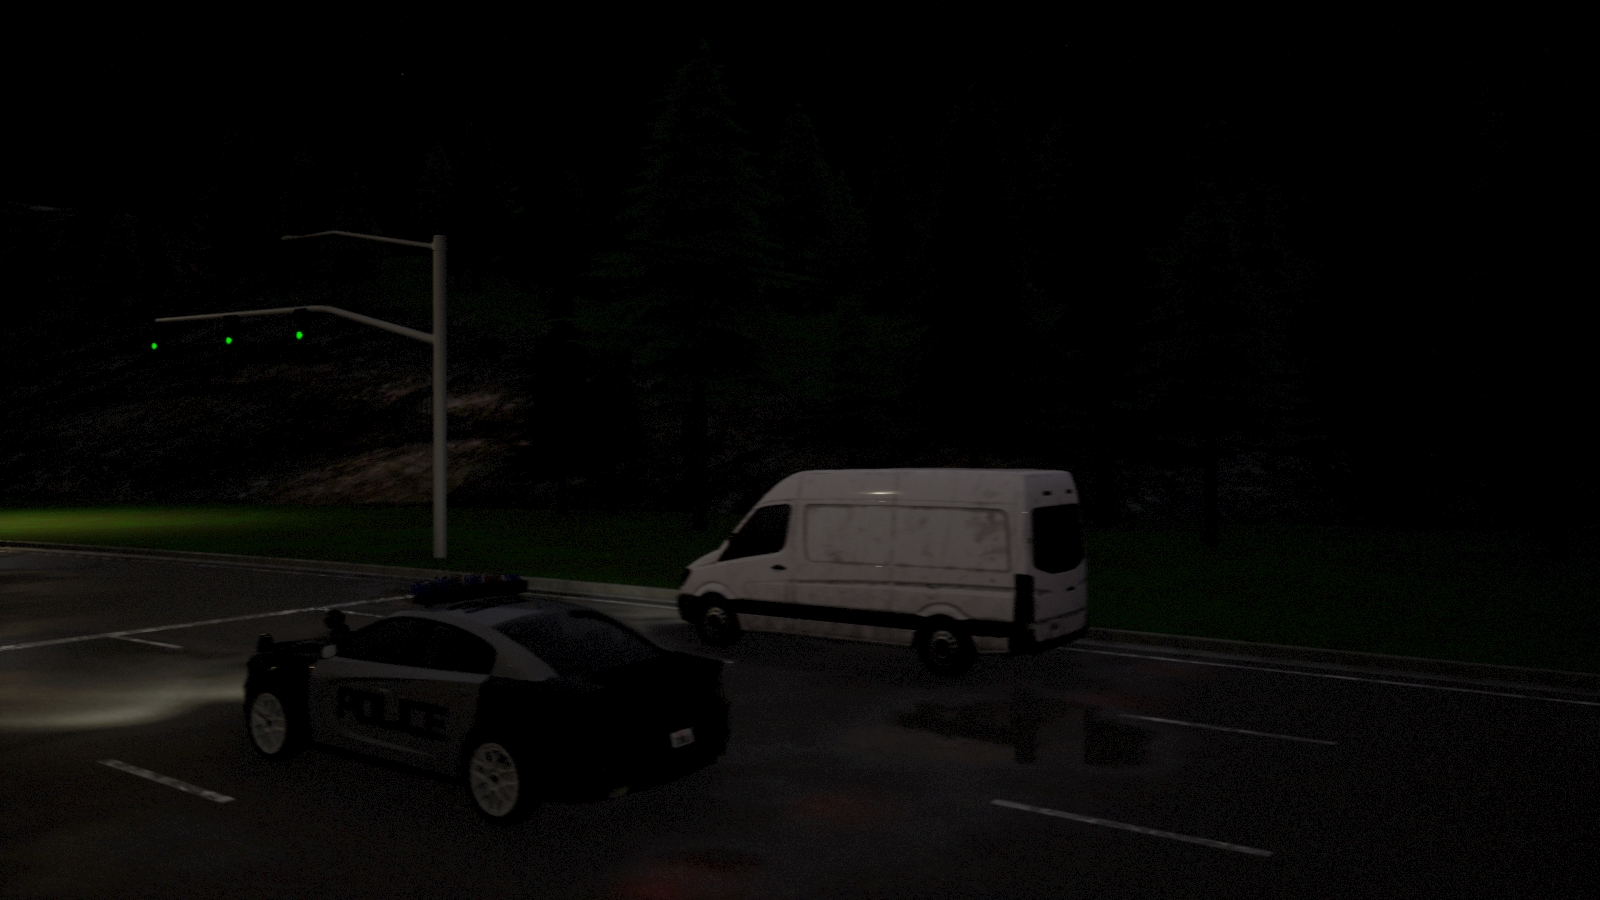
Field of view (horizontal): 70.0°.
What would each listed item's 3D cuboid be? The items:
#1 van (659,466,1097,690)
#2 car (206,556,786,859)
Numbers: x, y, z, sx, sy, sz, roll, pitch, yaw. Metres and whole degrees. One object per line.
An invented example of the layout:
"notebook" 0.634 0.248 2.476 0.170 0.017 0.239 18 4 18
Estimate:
"van" 0.913 1.532 15.924 5.915 2.561 1.988 0 0 35
"car" -2.866 1.980 10.179 5.238 1.638 2.097 0 0 35
